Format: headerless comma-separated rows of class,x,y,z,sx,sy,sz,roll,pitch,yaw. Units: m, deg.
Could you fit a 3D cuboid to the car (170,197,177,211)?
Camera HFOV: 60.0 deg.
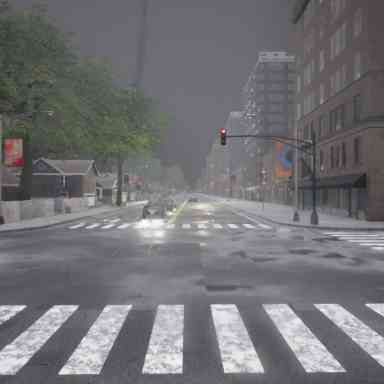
car,-3.278,1.372,39.828,2.097,1.767,4.553,0,0,0

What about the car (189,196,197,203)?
car,0.209,1.546,70.222,2.128,1.511,4.902,0,0,0

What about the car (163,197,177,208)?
car,-3.256,1.554,49.785,1.812,1.442,4.674,0,0,0

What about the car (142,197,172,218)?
car,-3.297,1.504,30.093,2.128,1.511,4.902,0,0,0
